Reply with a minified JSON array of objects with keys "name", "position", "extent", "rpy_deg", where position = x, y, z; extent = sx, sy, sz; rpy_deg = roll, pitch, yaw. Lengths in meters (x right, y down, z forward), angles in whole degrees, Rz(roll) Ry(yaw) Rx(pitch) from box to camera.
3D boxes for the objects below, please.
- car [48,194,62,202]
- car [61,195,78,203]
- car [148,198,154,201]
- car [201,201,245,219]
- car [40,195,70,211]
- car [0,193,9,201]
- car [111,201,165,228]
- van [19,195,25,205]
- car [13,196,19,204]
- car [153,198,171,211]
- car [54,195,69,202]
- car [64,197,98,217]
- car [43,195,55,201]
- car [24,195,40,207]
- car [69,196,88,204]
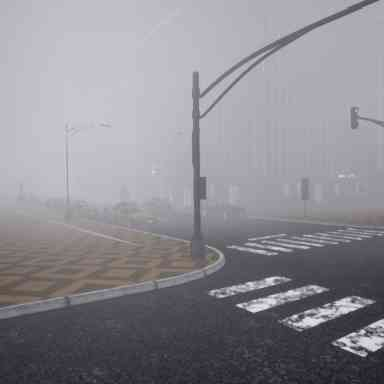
[{"name":"car","position":[-29.994,1.256,72.783],"extent":[1.967,1.590,4.097],"rpy_deg":[-1,1,-36]},{"name":"car","position":[-23.516,1.386,63.752],"extent":[2.008,1.369,4.403],"rpy_deg":[-1,1,-36]},{"name":"car","position":[-5.501,1.511,29.510],"extent":[1.812,1.442,4.674],"rpy_deg":[-1,1,-36]},{"name":"car","position":[2.496,1.455,27.700],"extent":[2.008,1.369,4.403],"rpy_deg":[-1,1,-36]},{"name":"car","position":[-16.967,1.429,41.095],"extent":[1.967,1.590,4.097],"rpy_deg":[-1,1,-36]},{"name":"car","position":[-46.111,1.449,81.739],"extent":[1.887,1.381,4.507],"rpy_deg":[-1,1,-36]},{"name":"car","position":[-4.019,1.552,22.819],"extent":[1.752,1.417,4.829],"rpy_deg":[-1,1,-36]},{"name":"van","position":[-26.684,1.303,54.642],"extent":[1.690,1.788,3.998],"rpy_deg":[-1,1,-36]},{"name":"car","position":[-33.158,1.494,63.676],"extent":[2.008,1.369,4.403],"rpy_deg":[-1,1,-36]},{"name":"car","position":[-4.041,1.328,36.691],"extent":[1.967,1.590,4.097],"rpy_deg":[-1,1,-36]},{"name":"car","position":[-26.754,1.407,68.268],"extent":[1.802,1.307,4.206],"rpy_deg":[-1,1,-36]},{"name":"car","position":[-10.440,1.533,31.893],"extent":[1.752,1.417,4.829],"rpy_deg":[-1,1,-36]},{"name":"car","position":[-33.331,1.331,77.437],"extent":[1.752,1.417,4.829],"rpy_deg":[-1,1,-36]},{"name":"car","position":[-23.444,1.411,50.127],"extent":[1.967,1.590,4.097],"rpy_deg":[-1,1,-36]},{"name":"car","position":[-20.278,1.389,59.236],"extent":[1.887,1.381,4.507],"rpy_deg":[-1,1,-36]}]
